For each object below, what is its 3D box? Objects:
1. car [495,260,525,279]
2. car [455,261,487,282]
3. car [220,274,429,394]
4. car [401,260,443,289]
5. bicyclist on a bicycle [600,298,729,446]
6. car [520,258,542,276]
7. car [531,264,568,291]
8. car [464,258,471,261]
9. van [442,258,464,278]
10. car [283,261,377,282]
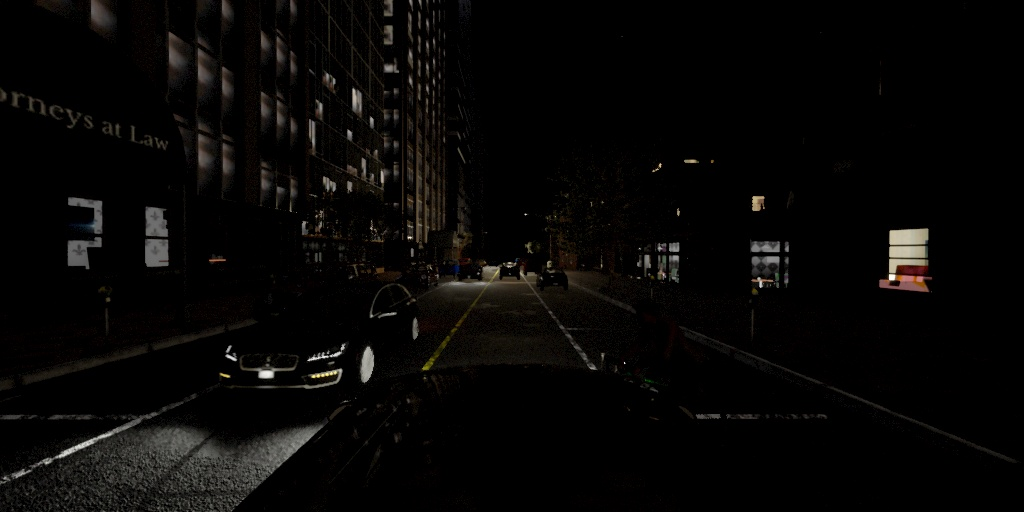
[{"bbox_3d":[-0.208,1.357,33.732,2.128,1.511,4.902,0,0,-1],"label":"car"},{"bbox_3d":[-3.377,1.369,30.322,1.812,1.442,4.674,0,0,-1],"label":"car"},{"bbox_3d":[-3.139,1.267,6.977,1.837,1.490,4.892,0,0,-1],"label":"car"},{"bbox_3d":[-5.905,1.247,22.723,1.967,1.591,4.097,0,0,-1],"label":"car"},{"bbox_3d":[1.415,1.253,3.542,1.656,1.620,0.582,5,-1,-6],"label":"bicyclist on a bicycle"},{"bbox_3d":[2.313,1.213,40.129,2.192,1.841,5.009,0,0,-1],"label":"car"},{"bbox_3d":[2.499,1.389,22.791,2.007,1.370,4.403,0,0,-1],"label":"car"},{"bbox_3d":[-6.122,1.201,45.589,2.192,1.841,5.009,0,0,-1],"label":"car"},{"bbox_3d":[-6.012,1.189,34.520,1.690,1.789,3.998,0,0,-1],"label":"van"},{"bbox_3d":[-5.884,1.083,11.654,2.192,1.841,5.009,0,0,-1],"label":"car"}]
